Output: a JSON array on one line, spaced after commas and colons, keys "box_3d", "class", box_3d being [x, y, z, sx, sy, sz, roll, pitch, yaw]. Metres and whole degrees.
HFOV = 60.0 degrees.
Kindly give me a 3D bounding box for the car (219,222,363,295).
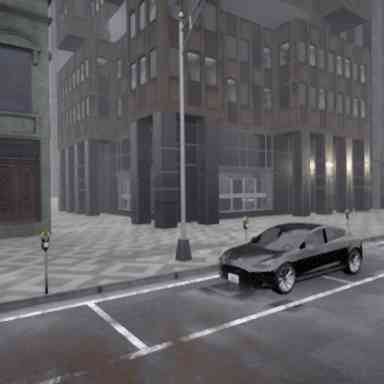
[{"box_3d": [2.681, 1.492, 8.554, 4.313, 1.339, 1.947, -1, 0, -35], "class": "car"}]
